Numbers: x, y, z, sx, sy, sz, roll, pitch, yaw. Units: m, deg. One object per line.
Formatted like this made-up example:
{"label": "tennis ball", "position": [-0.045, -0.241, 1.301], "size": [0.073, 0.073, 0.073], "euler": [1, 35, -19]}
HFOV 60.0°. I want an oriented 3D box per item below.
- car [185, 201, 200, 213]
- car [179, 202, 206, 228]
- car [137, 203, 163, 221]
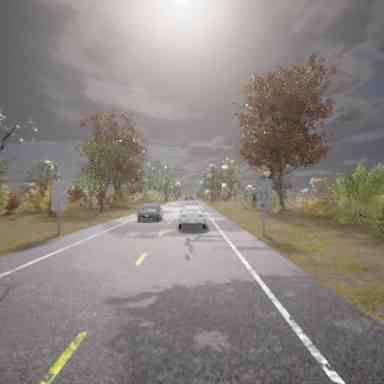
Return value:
{"label": "car", "position": [0.076, 1.918, 43.440], "size": [1.895, 1.301, 4.718], "euler": [0, -1, 0]}
{"label": "car", "position": [0.037, 1.677, 23.408], "size": [1.812, 1.442, 4.674], "euler": [0, 0, 1]}
{"label": "car", "position": [-3.560, 1.699, 28.776], "size": [1.837, 1.490, 4.892], "euler": [0, -1, 1]}
